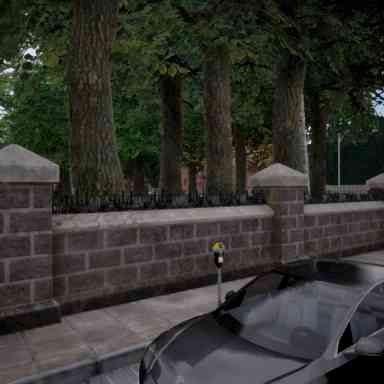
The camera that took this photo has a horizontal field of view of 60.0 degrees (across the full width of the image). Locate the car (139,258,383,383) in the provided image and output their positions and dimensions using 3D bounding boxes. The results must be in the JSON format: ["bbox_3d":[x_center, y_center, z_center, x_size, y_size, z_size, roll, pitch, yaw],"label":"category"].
[{"bbox_3d":[1.505,1.565,3.894,4.313,1.339,1.947,0,-1,-36],"label":"car"}]
